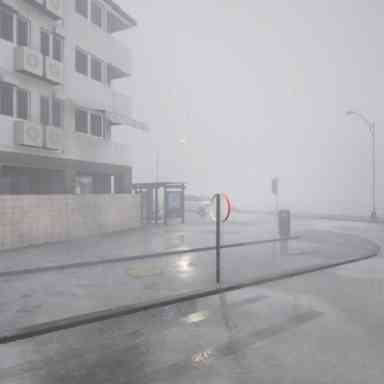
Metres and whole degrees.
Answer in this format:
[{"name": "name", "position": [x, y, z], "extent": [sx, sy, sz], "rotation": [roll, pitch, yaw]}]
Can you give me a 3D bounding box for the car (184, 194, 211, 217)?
[{"name": "car", "position": [0.651, 1.222, 31.644], "extent": [2.150, 2.045, 5.566], "rotation": [0, 0, -35]}]
